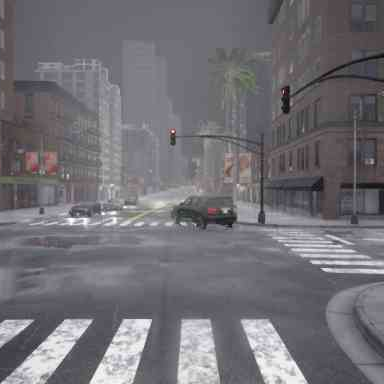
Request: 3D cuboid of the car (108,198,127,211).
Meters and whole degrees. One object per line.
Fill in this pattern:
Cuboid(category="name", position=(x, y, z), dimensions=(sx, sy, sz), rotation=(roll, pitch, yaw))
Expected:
Cuboid(category="car", position=(-9.861, 1.589, 41.464), dimensions=(1.895, 1.301, 4.718), rotation=(0, 0, 0))

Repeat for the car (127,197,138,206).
Cuboid(category="car", position=(-9.842, 1.540, 53.211), dimensions=(1.994, 1.385, 4.181), rotation=(0, 0, 1))

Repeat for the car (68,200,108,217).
Cuboid(category="car", position=(-9.857, 1.540, 31.448), dimensions=(2.033, 1.411, 5.357), rotation=(0, 0, 0))

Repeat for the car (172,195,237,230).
Cuboid(category="car", position=(0.653, 1.214, 21.392), dimensions=(2.150, 2.045, 5.566), rotation=(-2, 1, -29))
